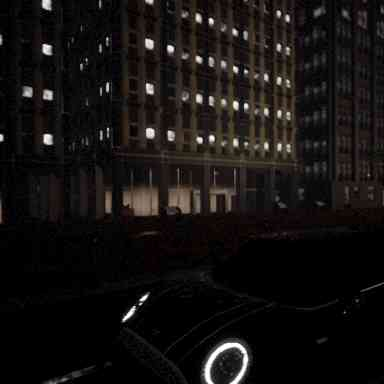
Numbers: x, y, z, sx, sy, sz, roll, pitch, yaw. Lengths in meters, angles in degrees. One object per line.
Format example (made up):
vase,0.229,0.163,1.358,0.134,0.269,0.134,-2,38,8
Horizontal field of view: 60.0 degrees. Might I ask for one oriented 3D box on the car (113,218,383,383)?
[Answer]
car,1.342,1.328,4.292,4.553,1.767,2.097,-1,0,-35
